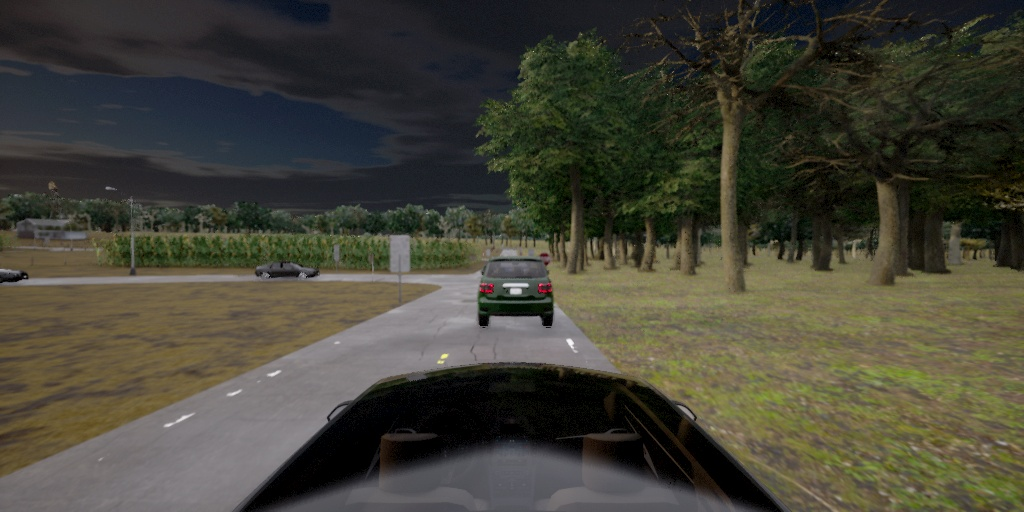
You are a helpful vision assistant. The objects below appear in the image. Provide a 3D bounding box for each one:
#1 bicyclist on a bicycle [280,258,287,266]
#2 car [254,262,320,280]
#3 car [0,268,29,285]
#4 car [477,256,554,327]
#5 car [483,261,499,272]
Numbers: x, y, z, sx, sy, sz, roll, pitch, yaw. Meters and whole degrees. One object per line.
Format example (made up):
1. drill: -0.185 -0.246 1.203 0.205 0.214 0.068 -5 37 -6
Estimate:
1. bicyclist on a bicycle: -23.398 1.051 36.610 0.582 1.620 1.656 1 0 -11
2. car: -19.327 1.270 31.002 4.892 1.490 1.837 0 2 -9
3. car: -37.649 1.261 25.003 4.892 1.490 1.837 0 1 -29
4. car: 0.113 1.036 11.967 2.150 2.045 5.566 0 -1 0
5. car: -2.775 1.426 48.055 1.895 1.301 4.718 0 1 0
